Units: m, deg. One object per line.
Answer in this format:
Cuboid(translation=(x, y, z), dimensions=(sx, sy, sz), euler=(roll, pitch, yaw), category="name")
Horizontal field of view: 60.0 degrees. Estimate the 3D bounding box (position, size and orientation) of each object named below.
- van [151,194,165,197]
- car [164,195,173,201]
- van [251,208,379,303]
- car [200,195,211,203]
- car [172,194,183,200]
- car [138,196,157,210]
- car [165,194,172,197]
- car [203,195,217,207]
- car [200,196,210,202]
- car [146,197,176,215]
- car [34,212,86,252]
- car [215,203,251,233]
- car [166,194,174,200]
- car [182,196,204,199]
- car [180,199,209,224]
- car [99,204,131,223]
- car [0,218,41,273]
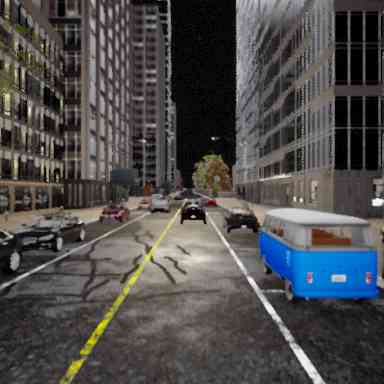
Cuboid(translation=(-5.708, 1.277, 53.475), dimensions=(1.690, 1.788, 3.998), euler=(0, 0, 0), category="van")
Cuboid(translation=(-5.716, 1.460, 81.940), dimensions=(1.802, 1.307, 4.206), euler=(0, 0, 0), category="car")
Cuboid(translation=(2.687, 1.340, 7.935), dimensions=(1.690, 1.788, 3.998), euler=(0, 0, 0), category="van")
Cuboid(translation=(2.670, 1.358, 64.859), dimensions=(1.967, 1.590, 4.097), euler=(0, 0, 0), category="car")
Cuboid(translation=(-3.025, 1.365, 75.762), dimensions=(1.994, 1.385, 4.181), euler=(0, 0, 0), category="car")
Cuboid(translation=(-5.704, 1.536, 42.091), dimensions=(1.802, 1.307, 4.206), euler=(0, 0, 0), category="car")
Cuboid(translation=(-5.713, 1.488, 70.552), dimensions=(1.802, 1.307, 4.206), euler=(0, 0, 0), category="car")
Cuboid(translation=(2.675, 1.527, 47.783), dimensions=(1.802, 1.307, 4.206), euler=(0, 0, 0), category="car")
Cuboid(translation=(2.668, 1.458, 70.553), dimensions=(2.008, 1.369, 4.403), euler=(0, 0, 0), category="car")
Cuboid(translation=(-3.110, 1.515, 34.141), dimensions=(2.033, 1.411, 5.357), euler=(0, 0, 0), category="car")
Cuboid(translation=(-5.695, 1.546, 13.629), dimensions=(2.008, 1.369, 4.403), euler=(0, 0, 0), category="car")
Cuboid(translation=(2.684, 1.541, 19.320), dimensions=(2.008, 1.369, 4.403), euler=(0, 0, 0), category="car")
Cuboid(translation=(-5.718, 1.300, 87.632), dimensions=(1.967, 1.590, 4.097), euler=(0, 0, 0), category="car")
Cuboid(translation=(0.086, 1.501, 42.830), dimensions=(2.033, 1.411, 5.357), euler=(0, 0, 0), category="car")
Cuboid(translation=(0.088, 1.508, 24.739), dimensions=(1.812, 1.442, 4.674), euler=(0, 0, 0), category="car")
Cuboid(translation=(-5.699, 1.563, 25.013), dimensions=(1.802, 1.307, 4.206), euler=(0, 0, 0), category="car")
Cuboid(translation=(-5.693, 1.549, 7.936), dimensions=(2.008, 1.369, 4.403), euler=(0, 0, 0), category="car")
